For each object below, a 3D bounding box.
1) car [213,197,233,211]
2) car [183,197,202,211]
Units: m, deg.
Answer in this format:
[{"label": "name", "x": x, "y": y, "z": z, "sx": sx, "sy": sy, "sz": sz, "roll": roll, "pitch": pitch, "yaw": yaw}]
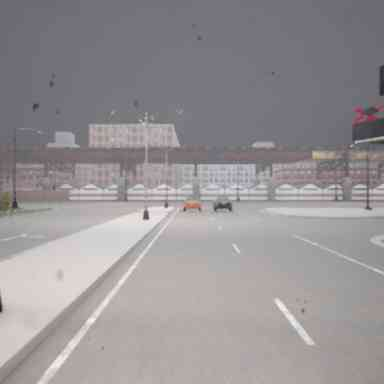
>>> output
[{"label": "car", "x": 3.602, "y": 1.325, "z": 39.491, "sx": 2.097, "sy": 1.767, "sz": 4.553, "roll": 0, "pitch": 0, "yaw": 1}, {"label": "car", "x": 0.055, "y": 1.325, "z": 39.484, "sx": 2.097, "sy": 1.767, "sz": 4.553, "roll": 0, "pitch": 0, "yaw": 0}]
